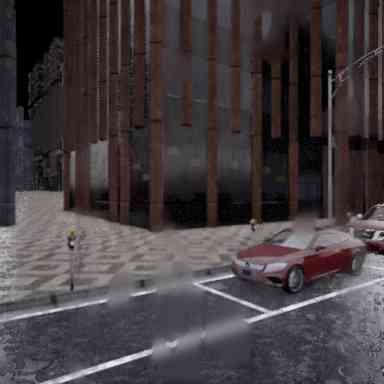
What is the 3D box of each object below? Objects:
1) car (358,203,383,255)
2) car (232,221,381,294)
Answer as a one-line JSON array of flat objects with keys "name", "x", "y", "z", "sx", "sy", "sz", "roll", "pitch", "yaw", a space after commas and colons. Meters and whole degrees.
[{"name": "car", "x": 7.394, "y": 1.327, "z": 11.916, "sx": 5.009, "sy": 1.841, "sz": 2.192, "roll": 0, "pitch": 0, "yaw": -35}, {"name": "car", "x": 2.950, "y": 1.589, "z": 8.749, "sx": 4.206, "sy": 1.307, "sz": 1.802, "roll": 0, "pitch": 0, "yaw": -35}]
